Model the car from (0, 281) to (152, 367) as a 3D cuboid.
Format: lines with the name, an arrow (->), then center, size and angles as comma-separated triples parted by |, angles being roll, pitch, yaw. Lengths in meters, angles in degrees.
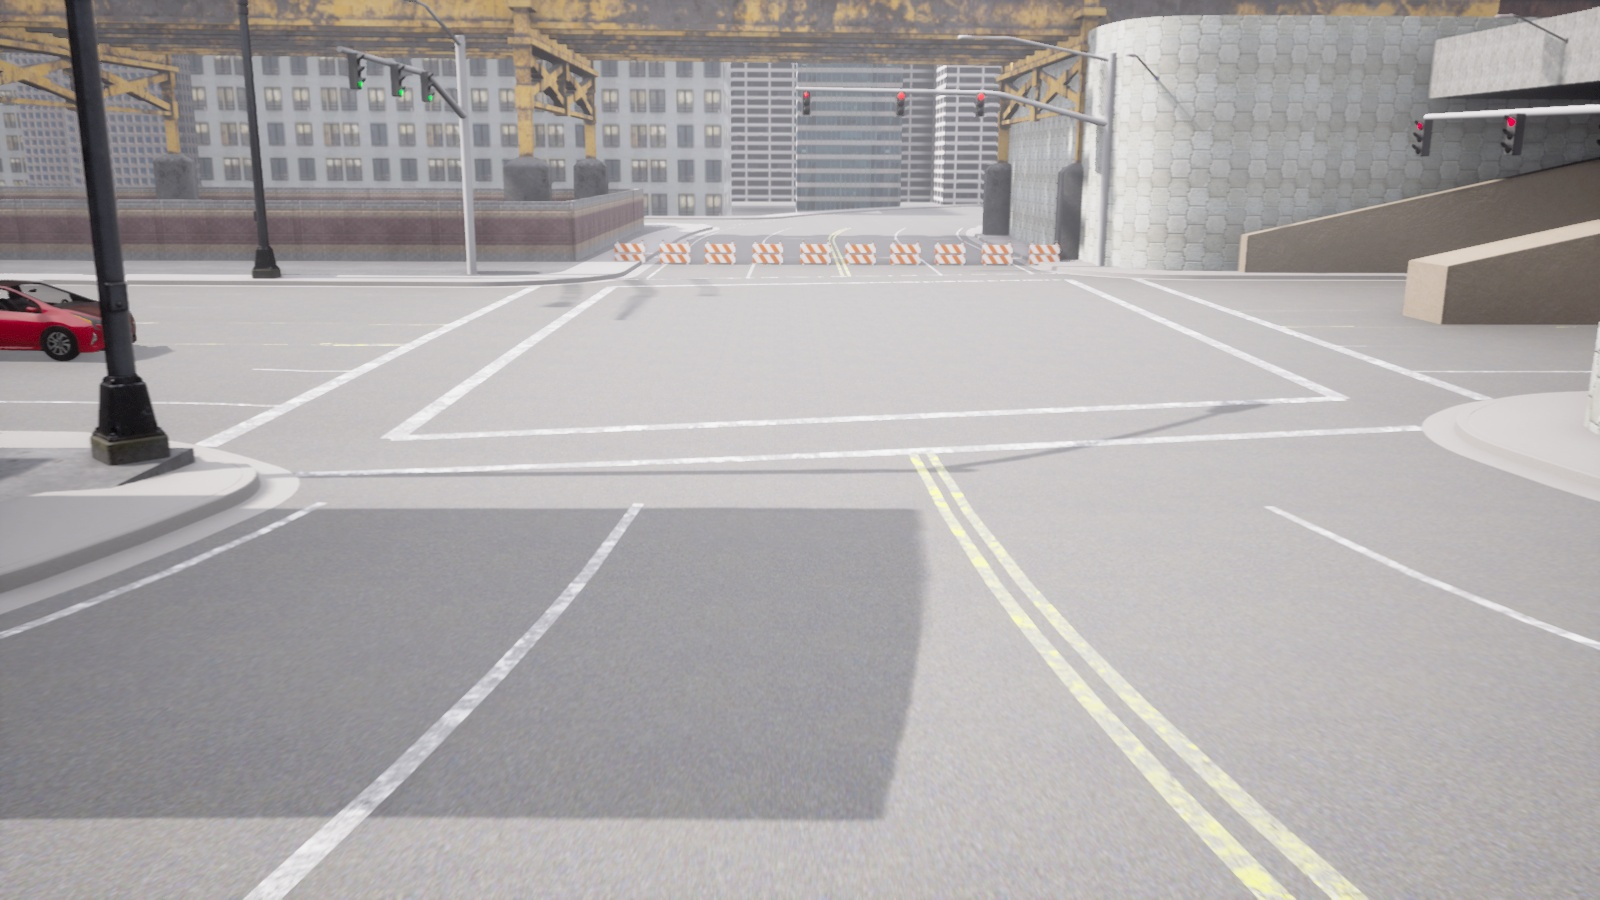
car -> -16.282, -2.636, 26.047 | 4.514, 1.525, 2.007 | 0, 13, 0
